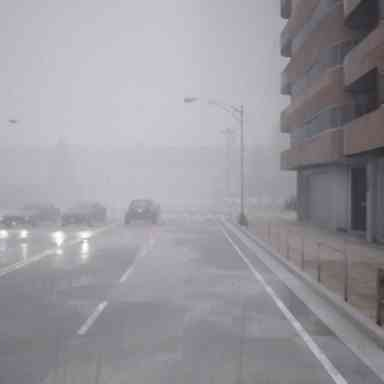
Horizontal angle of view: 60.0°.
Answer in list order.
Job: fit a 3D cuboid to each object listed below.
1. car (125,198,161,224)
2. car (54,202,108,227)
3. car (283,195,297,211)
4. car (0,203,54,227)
[{"bbox_3d":[-3.406,1.255,23.870,2.097,1.767,4.553,0,0,0],"label":"car"},{"bbox_3d":[-7.008,1.392,22.022,1.882,1.535,5.008,0,0,0],"label":"car"},{"bbox_3d":[12.428,1.150,36.357,4.553,1.767,2.097,0,0,1],"label":"car"},{"bbox_3d":[-10.506,1.458,22.289,2.033,1.411,5.357,0,0,0],"label":"car"}]
